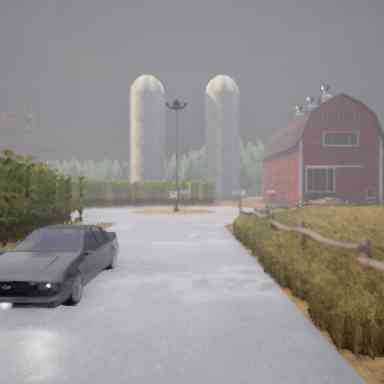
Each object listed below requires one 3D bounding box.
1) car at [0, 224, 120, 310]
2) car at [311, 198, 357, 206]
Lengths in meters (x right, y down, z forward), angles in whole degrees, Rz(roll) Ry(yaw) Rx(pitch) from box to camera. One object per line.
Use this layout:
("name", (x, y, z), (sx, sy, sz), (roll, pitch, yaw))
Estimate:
("car", (-3.169, 1.545, 8.305), (2.033, 1.411, 5.357), (0, 0, 0))
("car", (15.132, 1.350, 35.575), (5.008, 1.535, 1.882), (0, 0, -6))
